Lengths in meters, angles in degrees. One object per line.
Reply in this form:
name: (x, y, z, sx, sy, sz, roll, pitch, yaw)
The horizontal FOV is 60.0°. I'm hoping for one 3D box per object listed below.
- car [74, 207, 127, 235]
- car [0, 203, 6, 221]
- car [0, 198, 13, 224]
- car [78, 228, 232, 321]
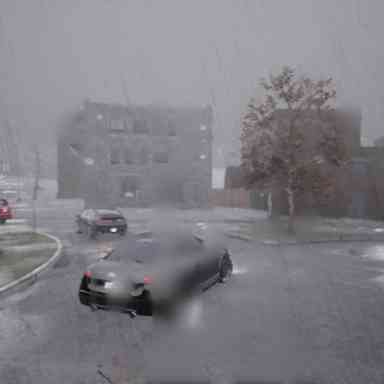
car: (-5.042, 1.611, 18.119, 1.837, 1.490, 4.892, 0, -1, -31)
car: (-19.167, 1.791, 28.912, 5.008, 1.535, 1.882, -1, -1, 5)
car: (-16.640, 1.492, 25.507, 5.566, 2.045, 2.150, 0, 0, 10)
car: (-0.552, 1.607, 7.601, 1.994, 1.385, 4.181, -1, 0, 24)
